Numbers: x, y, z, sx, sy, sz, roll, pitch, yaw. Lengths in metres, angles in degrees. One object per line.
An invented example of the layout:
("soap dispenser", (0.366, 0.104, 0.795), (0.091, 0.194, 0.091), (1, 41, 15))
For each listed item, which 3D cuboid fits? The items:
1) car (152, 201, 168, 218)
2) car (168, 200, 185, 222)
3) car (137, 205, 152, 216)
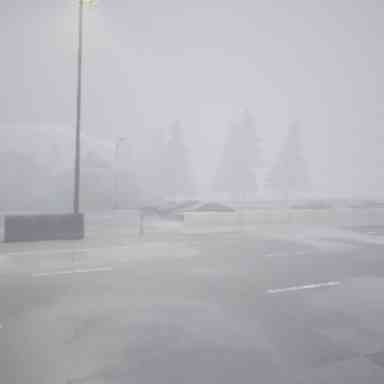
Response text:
("car", (-0.380, 1.384, 27.429), (5.008, 1.535, 1.882), (0, 0, -22))
("car", (0.921, 1.449, 24.167), (4.674, 1.442, 1.812), (0, 0, -22))
("car", (-2.546, 1.489, 30.333), (4.718, 1.301, 1.895), (0, 0, -22))
